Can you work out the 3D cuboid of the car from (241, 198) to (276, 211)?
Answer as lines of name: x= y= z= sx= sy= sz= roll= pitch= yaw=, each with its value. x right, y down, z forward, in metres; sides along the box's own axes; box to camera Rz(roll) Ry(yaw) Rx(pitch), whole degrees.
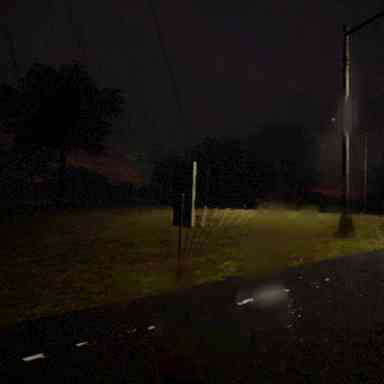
car: x=7.815 y=1.470 z=39.715 sx=1.812 sy=1.442 sz=4.674 roll=4 pitch=-3 yaw=-35

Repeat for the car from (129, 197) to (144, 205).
car: x=-11.509 y=1.838 z=68.245 sx=1.812 sy=1.442 sz=4.674 roll=3 pitch=-3 yaw=-30
